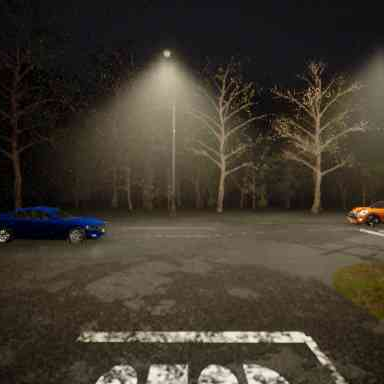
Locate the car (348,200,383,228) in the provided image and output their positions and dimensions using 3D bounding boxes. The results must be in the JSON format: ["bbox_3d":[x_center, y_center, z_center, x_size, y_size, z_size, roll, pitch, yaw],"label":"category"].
[{"bbox_3d":[12.725,1.319,21.742,4.553,1.767,2.097,1,0,1],"label":"car"}]

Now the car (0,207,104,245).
[{"bbox_3d":[-6.463,1.425,14.843,5.008,1.535,1.882,0,0,0],"label":"car"}]
